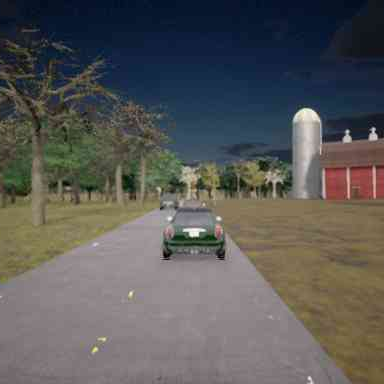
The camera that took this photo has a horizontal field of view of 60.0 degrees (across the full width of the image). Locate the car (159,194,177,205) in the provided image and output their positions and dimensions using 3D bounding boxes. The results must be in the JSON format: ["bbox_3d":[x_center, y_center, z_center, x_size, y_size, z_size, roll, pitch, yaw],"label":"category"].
[{"bbox_3d":[-2.866,1.251,42.403,2.150,2.045,5.566,0,0,0],"label":"car"}]

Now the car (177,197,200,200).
[{"bbox_3d":[0.069,1.361,27.899,2.097,1.767,4.553,0,0,0],"label":"car"}]

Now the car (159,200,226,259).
[{"bbox_3d":[0.077,1.354,12.715,2.097,1.767,4.553,0,0,0],"label":"car"}]
